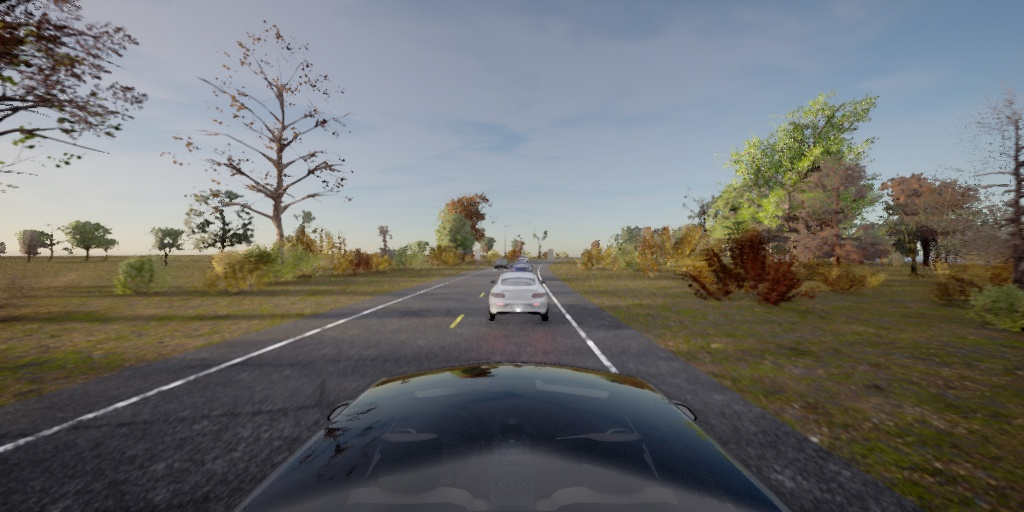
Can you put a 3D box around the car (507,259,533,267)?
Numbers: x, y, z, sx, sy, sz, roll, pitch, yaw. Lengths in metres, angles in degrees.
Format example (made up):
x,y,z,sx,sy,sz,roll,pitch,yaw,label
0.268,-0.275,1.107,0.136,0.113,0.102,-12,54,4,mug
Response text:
x,y,z,sx,sy,sz,roll,pitch,yaw,label
0.847,1.244,31.059,1.812,1.442,4.674,0,0,3,car

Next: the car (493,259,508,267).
x,y,z,sx,sy,sz,roll,pitch,yaw,label
-1.525,1.198,51.381,1.837,1.490,4.892,0,0,5,car

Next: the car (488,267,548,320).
x,y,z,sx,sy,sz,roll,pitch,yaw,label
0.214,1.267,12.399,1.812,1.442,4.674,0,0,1,car
